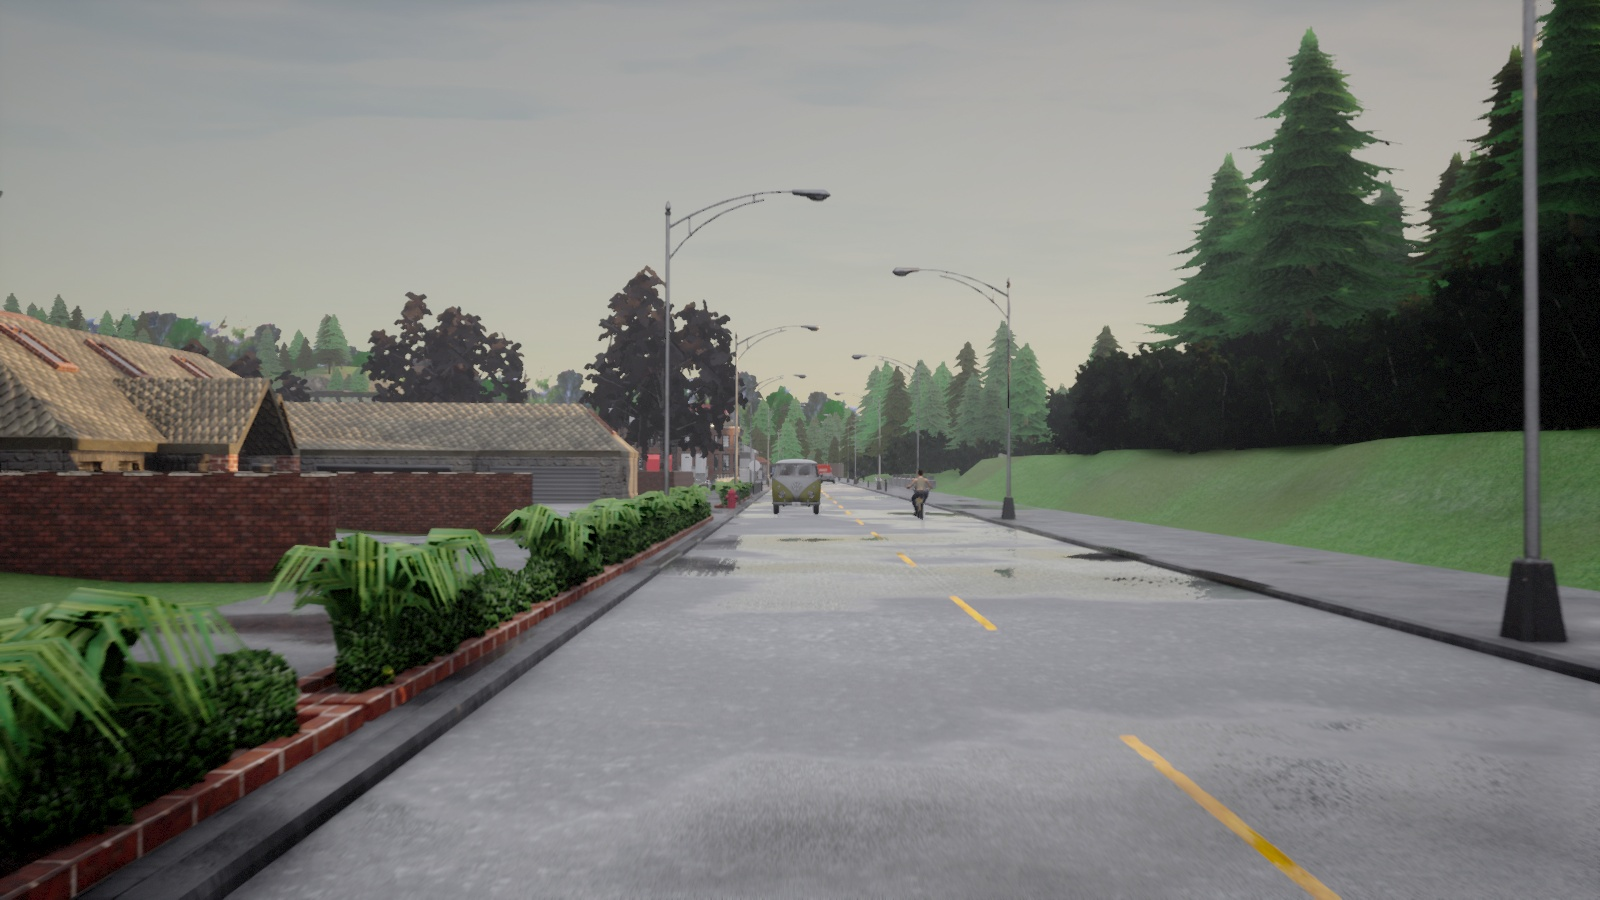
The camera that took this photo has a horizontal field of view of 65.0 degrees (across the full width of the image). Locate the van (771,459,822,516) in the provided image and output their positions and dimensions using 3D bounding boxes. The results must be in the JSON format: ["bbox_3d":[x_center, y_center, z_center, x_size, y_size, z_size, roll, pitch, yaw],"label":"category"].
[{"bbox_3d":[-0.122,1.339,46.056,1.775,1.987,4.442,0,-1,0],"label":"van"}]

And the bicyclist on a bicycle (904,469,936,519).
[{"bbox_3d":[3.892,1.419,40.798,0.866,1.612,1.509,0,-1,0],"label":"bicyclist on a bicycle"}]
